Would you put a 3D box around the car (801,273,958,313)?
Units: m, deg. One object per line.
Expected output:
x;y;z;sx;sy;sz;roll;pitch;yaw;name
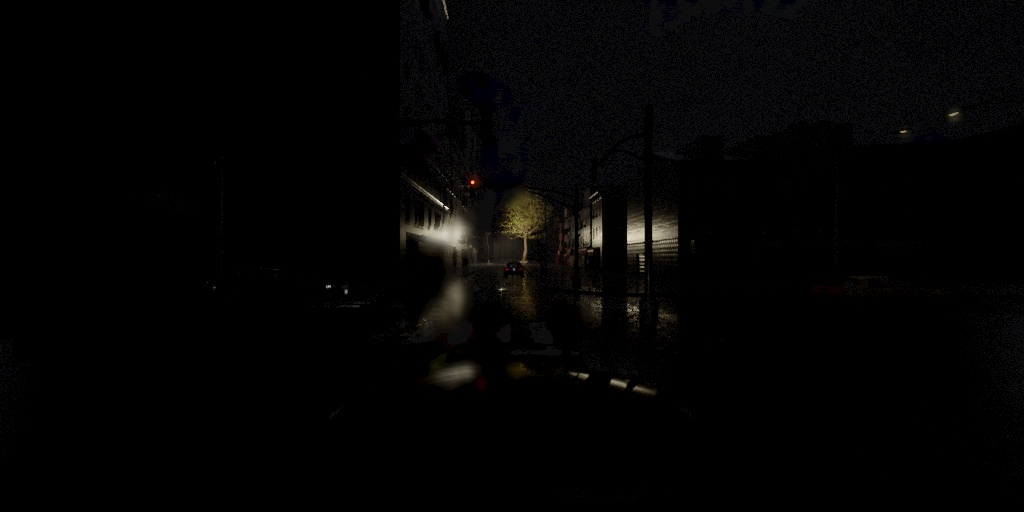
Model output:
13.903;1.346;13.670;4.829;1.417;1.751;0;0;0;car

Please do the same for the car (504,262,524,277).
0.165;1.280;35.485;2.033;1.411;5.357;0;0;0;car

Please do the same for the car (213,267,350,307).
-9.251;1.188;14.616;4.902;1.511;2.128;0;0;-1;car
